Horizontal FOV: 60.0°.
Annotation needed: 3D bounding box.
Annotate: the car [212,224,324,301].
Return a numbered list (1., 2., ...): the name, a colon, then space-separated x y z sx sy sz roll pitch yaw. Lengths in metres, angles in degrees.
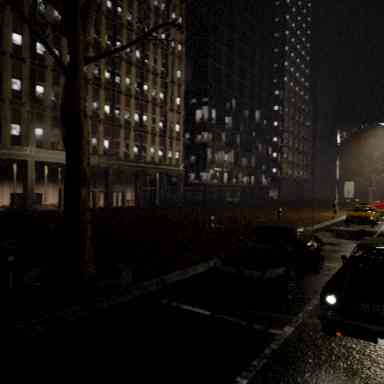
1. car: 2.091 1.483 8.191 1.802 1.307 4.206 2 1 34

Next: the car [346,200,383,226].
1. car: 11.257 1.429 21.824 1.752 1.417 4.829 2 1 34

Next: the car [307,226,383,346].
1. car: 3.703 1.582 5.947 1.895 1.301 4.718 2 1 34
